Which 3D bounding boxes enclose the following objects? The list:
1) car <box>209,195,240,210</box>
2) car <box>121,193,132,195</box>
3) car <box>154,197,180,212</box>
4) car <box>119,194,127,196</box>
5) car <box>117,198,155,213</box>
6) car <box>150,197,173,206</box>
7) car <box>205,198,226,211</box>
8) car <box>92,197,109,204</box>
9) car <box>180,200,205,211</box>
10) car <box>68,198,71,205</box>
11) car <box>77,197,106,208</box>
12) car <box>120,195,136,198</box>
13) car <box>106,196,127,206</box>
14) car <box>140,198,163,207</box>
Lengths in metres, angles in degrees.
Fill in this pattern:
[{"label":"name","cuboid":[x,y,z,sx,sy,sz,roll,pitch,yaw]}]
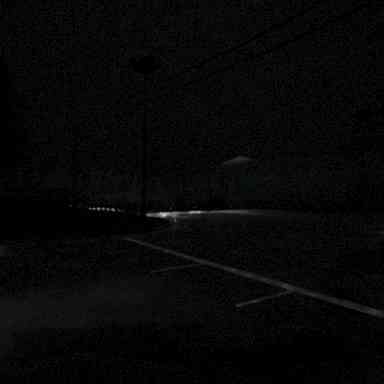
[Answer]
[{"label":"car","cuboid":[4.413,1.430,47.408,2.150,2.045,5.566,0,0,-36]},{"label":"car","cuboid":[-14.346,1.347,73.486,2.150,2.045,5.566,0,0,-36]},{"label":"car","cuboid":[-3.874,1.641,40.936,1.837,1.490,4.892,0,1,-36]},{"label":"car","cuboid":[-15.794,1.707,69.513,2.128,1.511,4.902,0,0,-36]},{"label":"car","cuboid":[-6.544,1.716,38.651,1.895,1.301,4.718,0,0,-36]},{"label":"car","cuboid":[-5.701,1.687,61.470,1.882,1.535,5.008,0,-1,-35]},{"label":"car","cuboid":[1.959,1.787,44.817,1.895,1.301,4.718,0,0,-36]},{"label":"car","cuboid":[-18.608,1.754,67.430,1.895,1.301,4.718,0,0,-36]},{"label":"car","cuboid":[-0.772,1.725,42.621,1.994,1.385,4.181,0,0,-36]},{"label":"car","cuboid":[-24.521,1.614,63.657,1.837,1.490,4.892,1,0,-36]},{"label":"car","cuboid":[-15.500,1.606,51.051,2.128,1.511,4.902,0,0,-36]},{"label":"car","cuboid":[-9.753,1.640,55.068,1.882,1.535,5.008,0,0,-36]},{"label":"car","cuboid":[-12.583,1.702,52.995,1.994,1.385,4.181,0,0,-36]},{"label":"car","cuboid":[-6.991,1.787,57.233,1.895,1.301,4.718,0,0,-36]}]
